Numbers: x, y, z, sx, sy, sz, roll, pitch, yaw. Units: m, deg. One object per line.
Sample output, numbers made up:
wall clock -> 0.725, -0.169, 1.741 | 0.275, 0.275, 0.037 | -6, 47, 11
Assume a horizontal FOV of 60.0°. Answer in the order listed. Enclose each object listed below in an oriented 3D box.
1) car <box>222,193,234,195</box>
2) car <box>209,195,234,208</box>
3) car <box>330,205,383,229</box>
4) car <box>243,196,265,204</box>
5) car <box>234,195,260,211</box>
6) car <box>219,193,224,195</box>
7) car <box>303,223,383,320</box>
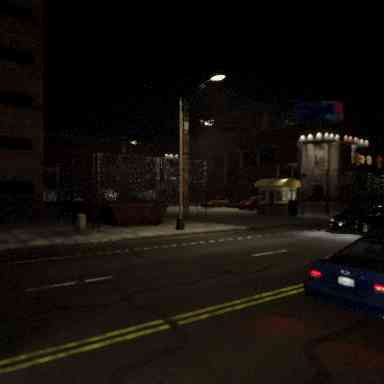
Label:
car -> 8.981, 1.500, 68.033 | 4.786, 1.482, 2.161 | 0, 0, -36
car -> 3.407, 1.471, 46.966 | 4.193, 1.474, 1.816 | 0, 0, -36
car -> 10.204, 1.547, 19.868 | 4.892, 1.490, 1.837 | 0, 0, -35
car -> 11.886, 1.553, 63.888 | 3.806, 1.475, 1.970 | 0, 0, -36
car -> 7.885, 1.319, 40.826 | 4.553, 1.767, 2.185 | 0, 0, -36
car -> 6.782, 1.329, 70.754 | 5.566, 2.045, 2.435 | 0, 0, -36
car -> 4.646, 1.564, 7.070 | 5.357, 1.411, 2.033 | 0, 0, -35
